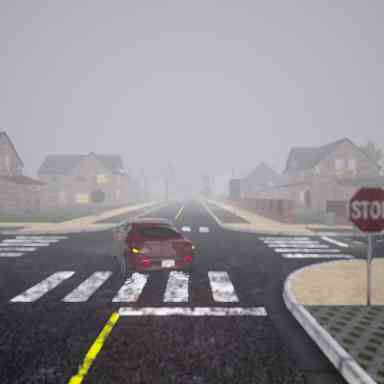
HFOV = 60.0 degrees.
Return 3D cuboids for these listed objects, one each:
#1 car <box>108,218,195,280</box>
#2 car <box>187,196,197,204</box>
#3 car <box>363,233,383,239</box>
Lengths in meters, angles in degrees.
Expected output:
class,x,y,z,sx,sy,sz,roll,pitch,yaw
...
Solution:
class,x,y,z,sx,sy,sz,roll,pitch,yaw
car,-1.322,1.507,9.972,1.812,1.442,4.674,0,0,-19
car,0.005,1.591,67.245,2.033,1.411,5.357,0,0,0
car,10.471,1.528,15.359,4.892,1.490,1.837,0,0,0
